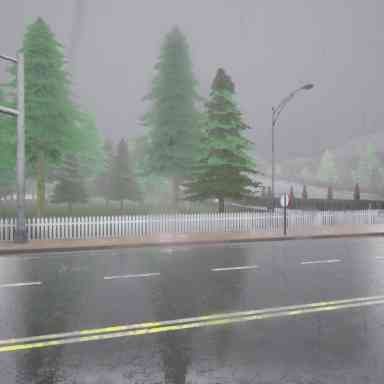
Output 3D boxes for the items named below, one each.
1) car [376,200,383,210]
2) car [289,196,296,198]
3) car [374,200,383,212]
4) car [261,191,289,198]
[{"bbox_3d":[20.231,1.502,32.705,1.837,1.490,4.892,0,0,-18],"label":"car"},{"bbox_3d":[15.682,0.760,56.621,1.895,1.301,4.718,0,5,-19],"label":"car"},{"bbox_3d":[22.657,1.592,36.385,1.895,1.301,4.718,0,0,-19],"label":"car"},{"bbox_3d":[12.976,0.661,53.713,2.097,1.767,4.553,0,4,-19],"label":"car"}]
